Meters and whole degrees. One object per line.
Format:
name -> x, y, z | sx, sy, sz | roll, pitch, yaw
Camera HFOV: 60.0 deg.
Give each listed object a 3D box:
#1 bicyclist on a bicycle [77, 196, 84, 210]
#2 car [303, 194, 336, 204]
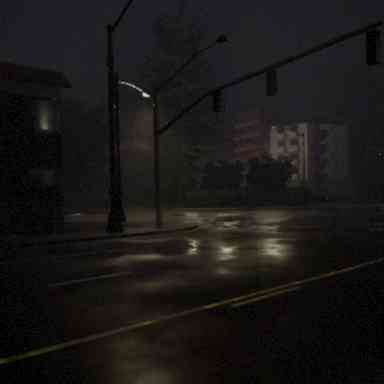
bicyclist on a bicycle -> -12.482, 1.241, 37.197 | 0.582, 1.620, 1.656 | -1, 1, 9
car -> 15.601, 0.841, 41.984 | 1.895, 1.301, 4.718 | -2, 1, -35
